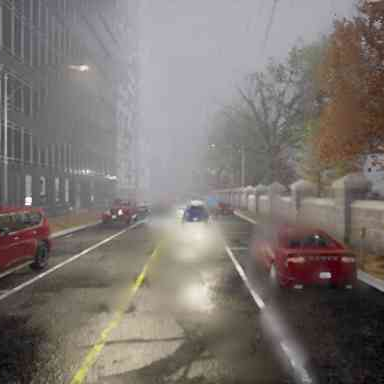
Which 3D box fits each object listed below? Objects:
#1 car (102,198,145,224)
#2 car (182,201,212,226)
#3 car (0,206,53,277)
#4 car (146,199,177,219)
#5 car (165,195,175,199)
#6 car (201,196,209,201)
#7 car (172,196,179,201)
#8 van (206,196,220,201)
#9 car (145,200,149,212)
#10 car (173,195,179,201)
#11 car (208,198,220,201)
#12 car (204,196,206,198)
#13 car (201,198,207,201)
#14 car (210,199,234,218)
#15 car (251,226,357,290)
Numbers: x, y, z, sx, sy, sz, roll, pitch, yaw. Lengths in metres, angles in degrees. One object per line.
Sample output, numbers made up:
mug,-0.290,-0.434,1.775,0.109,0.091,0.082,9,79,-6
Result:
car,-5.291,1.383,25.240,2.192,1.841,5.009,0,0,1
car,0.258,1.591,23.774,1.812,1.442,4.674,0,0,1
car,-5.296,1.338,8.363,2.192,1.841,5.009,0,0,0
car,-2.599,1.645,30.003,1.994,1.385,4.181,0,0,1
car,-4.672,1.710,58.995,2.008,1.369,4.403,0,0,1
car,3.719,1.795,93.416,2.008,1.369,4.403,0,0,0
car,-4.449,1.766,92.680,1.752,1.417,4.829,0,0,0
van,3.306,1.474,48.461,1.690,1.788,3.998,0,0,1
car,-5.112,1.650,36.483,2.008,1.369,4.403,0,0,1
car,-4.532,1.504,70.275,2.192,1.841,5.009,0,0,1
car,3.074,1.668,37.213,1.947,1.339,4.313,0,0,1
car,3.417,1.699,54.077,2.008,1.369,4.403,0,0,1
car,0.531,1.712,40.573,1.895,1.301,4.718,0,0,1
car,2.974,1.632,31.573,1.887,1.381,4.507,0,0,1
car,2.733,1.570,9.012,1.887,1.381,4.507,0,0,0
